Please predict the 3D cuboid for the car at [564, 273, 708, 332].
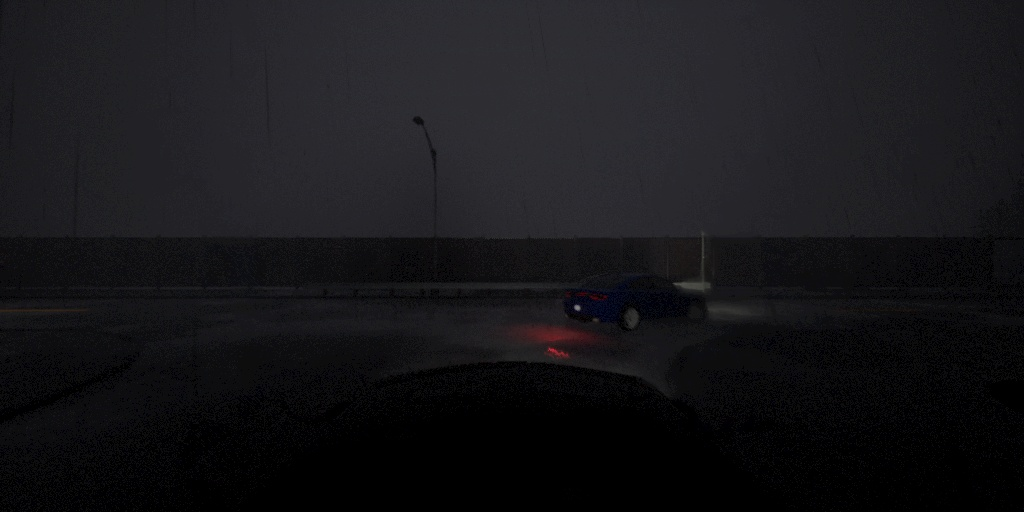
[{"bbox_3d":[3.933,1.280,11.141,5.008,1.535,1.882,0,-3,-31],"label":"car"}]
